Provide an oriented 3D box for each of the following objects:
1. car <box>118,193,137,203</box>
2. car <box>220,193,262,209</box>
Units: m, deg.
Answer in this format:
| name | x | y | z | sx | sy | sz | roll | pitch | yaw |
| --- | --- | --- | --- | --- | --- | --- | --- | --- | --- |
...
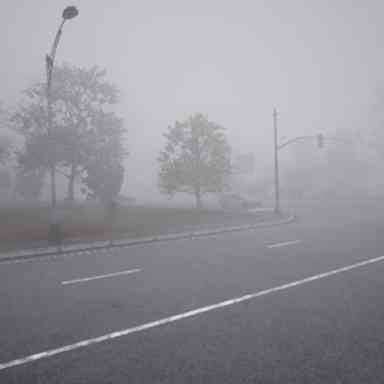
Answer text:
| name | x | y | z | sx | sy | sz | roll | pitch | yaw |
| --- | --- | --- | --- | --- | --- | --- | --- | --- | --- |
| car | -10.432 | 0.929 | 50.896 | 2.033 | 1.411 | 5.357 | -3 | 2 | -39 |
| car | 4.607 | 0.860 | 31.976 | 1.812 | 1.442 | 4.674 | -3 | 3 | -37 |
